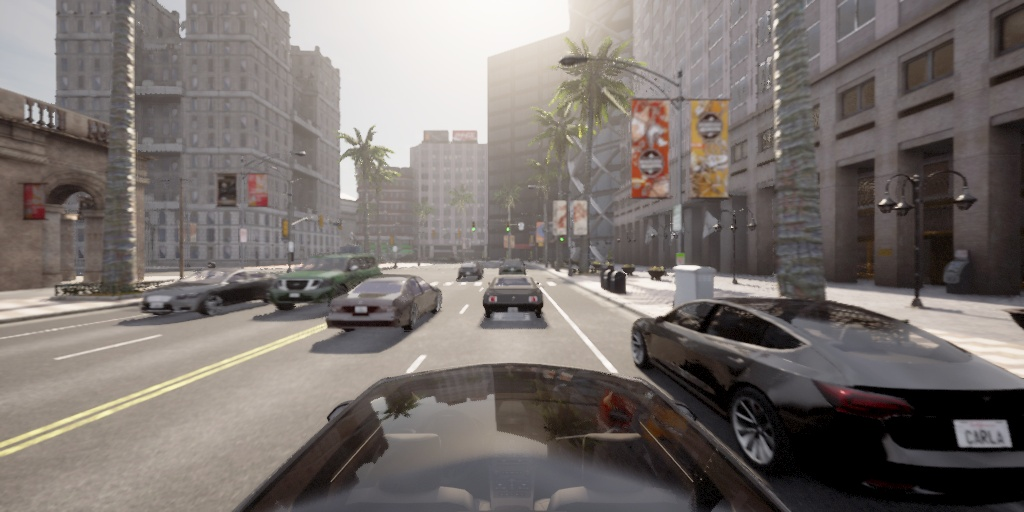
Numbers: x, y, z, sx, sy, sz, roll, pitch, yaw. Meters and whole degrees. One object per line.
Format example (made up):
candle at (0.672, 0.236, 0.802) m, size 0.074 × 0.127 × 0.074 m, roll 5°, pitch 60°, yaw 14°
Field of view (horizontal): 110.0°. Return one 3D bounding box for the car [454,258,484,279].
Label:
car at (-3.449, 1.181, 30.472) m, size 1.812 × 1.442 × 4.674 m, roll 0°, pitch 0°, yaw 0°

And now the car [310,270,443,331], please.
car at (-3.465, 1.268, 10.786) m, size 2.033 × 1.411 × 5.357 m, roll 0°, pitch 0°, yaw 0°

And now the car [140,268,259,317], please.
car at (-10.577, 1.205, 13.141) m, size 2.128 × 1.511 × 4.902 m, roll 0°, pitch 0°, yaw 0°

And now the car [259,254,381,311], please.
car at (-7.071, 0.932, 14.444) m, size 2.150 × 2.045 × 5.566 m, roll 0°, pitch 0°, yaw 0°

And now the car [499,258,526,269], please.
car at (0.046, 1.010, 29.207) m, size 2.097 × 1.767 × 4.553 m, roll 0°, pitch 0°, yaw 0°

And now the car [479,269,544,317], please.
car at (0.052, 1.314, 12.935) m, size 1.895 × 1.301 × 4.718 m, roll 0°, pitch 0°, yaw 0°
